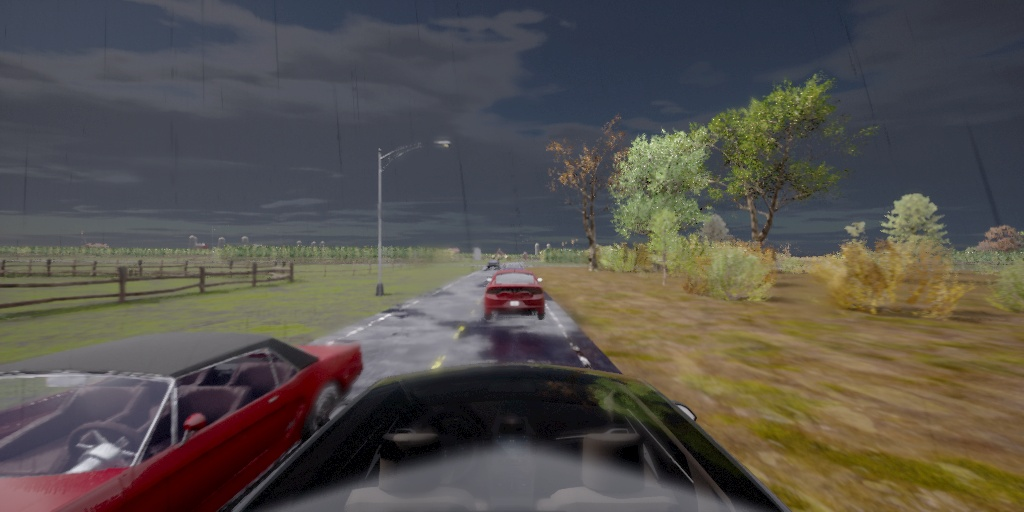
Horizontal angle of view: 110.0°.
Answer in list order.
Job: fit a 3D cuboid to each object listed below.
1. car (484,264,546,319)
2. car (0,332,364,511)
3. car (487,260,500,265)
[{"bbox_3d":[0.093,1.214,12.786,1.882,1.535,5.008,0,0,0],"label":"car"},{"bbox_3d":[-2.852,1.350,2.431,1.895,1.301,4.718,0,0,0],"label":"car"},{"bbox_3d":[-2.767,1.244,54.487,2.033,1.411,5.357,0,0,0],"label":"car"}]
